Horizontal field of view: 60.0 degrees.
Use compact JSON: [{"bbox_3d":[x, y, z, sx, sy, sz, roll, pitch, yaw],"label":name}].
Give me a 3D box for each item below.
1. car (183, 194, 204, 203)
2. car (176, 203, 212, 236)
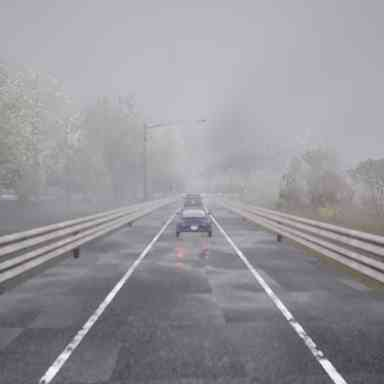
[{"bbox_3d":[0.164,1.219,38.803,2.150,2.045,5.566,0,0,1],"label":"car"},{"bbox_3d":[0.099,1.527,18.167,1.812,1.442,4.674,0,0,0],"label":"car"}]
